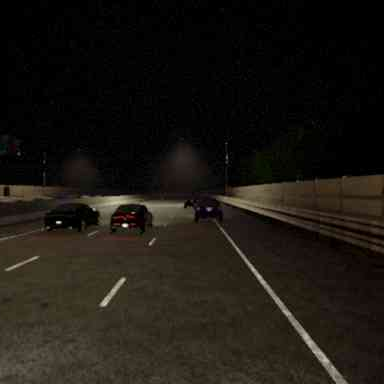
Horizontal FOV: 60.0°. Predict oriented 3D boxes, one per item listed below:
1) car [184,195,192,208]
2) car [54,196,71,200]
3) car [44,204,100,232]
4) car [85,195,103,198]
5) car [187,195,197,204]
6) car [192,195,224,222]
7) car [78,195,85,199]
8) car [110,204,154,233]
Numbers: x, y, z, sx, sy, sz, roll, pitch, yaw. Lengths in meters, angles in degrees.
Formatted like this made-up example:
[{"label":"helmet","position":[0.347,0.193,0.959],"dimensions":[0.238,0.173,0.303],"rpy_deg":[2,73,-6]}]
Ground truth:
[{"label":"car","position":[0.018,1.240,44.989],"dimensions":[2.097,1.767,4.553],"rpy_deg":[0,0,0]},{"label":"car","position":[-24.508,1.402,63.161],"dimensions":[1.812,1.442,4.674],"rpy_deg":[0,0,0]},{"label":"car","position":[-6.901,1.414,19.682],"dimensions":[1.882,1.535,5.008],"rpy_deg":[0,0,0]},{"label":"car","position":[-17.529,1.372,61.572],"dimensions":[2.128,1.511,4.902],"rpy_deg":[0,0,1]},{"label":"car","position":[-0.005,1.357,61.767],"dimensions":[1.882,1.535,5.008],"rpy_deg":[0,0,0]},{"label":"car","position":[1.223,1.274,25.742],"dimensions":[2.097,1.767,4.553],"rpy_deg":[0,0,0]},{"label":"car","position":[-21.006,1.396,65.226],"dimensions":[2.128,1.511,4.902],"rpy_deg":[0,0,0]},{"label":"car","position":[-3.401,1.443,19.311],"dimensions":[1.837,1.490,4.892],"rpy_deg":[0,0,0]}]
